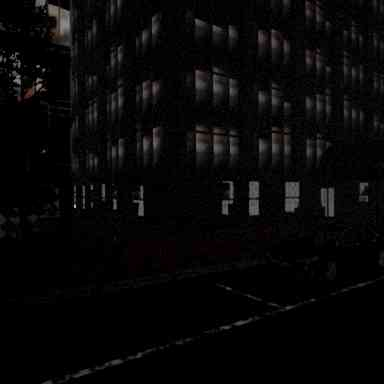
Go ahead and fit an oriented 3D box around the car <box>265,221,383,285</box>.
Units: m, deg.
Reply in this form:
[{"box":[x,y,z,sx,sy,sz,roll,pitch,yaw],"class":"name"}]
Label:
[{"box":[3.932,1.548,9.401,4.403,1.369,2.008,0,-1,-36],"class":"car"}]
